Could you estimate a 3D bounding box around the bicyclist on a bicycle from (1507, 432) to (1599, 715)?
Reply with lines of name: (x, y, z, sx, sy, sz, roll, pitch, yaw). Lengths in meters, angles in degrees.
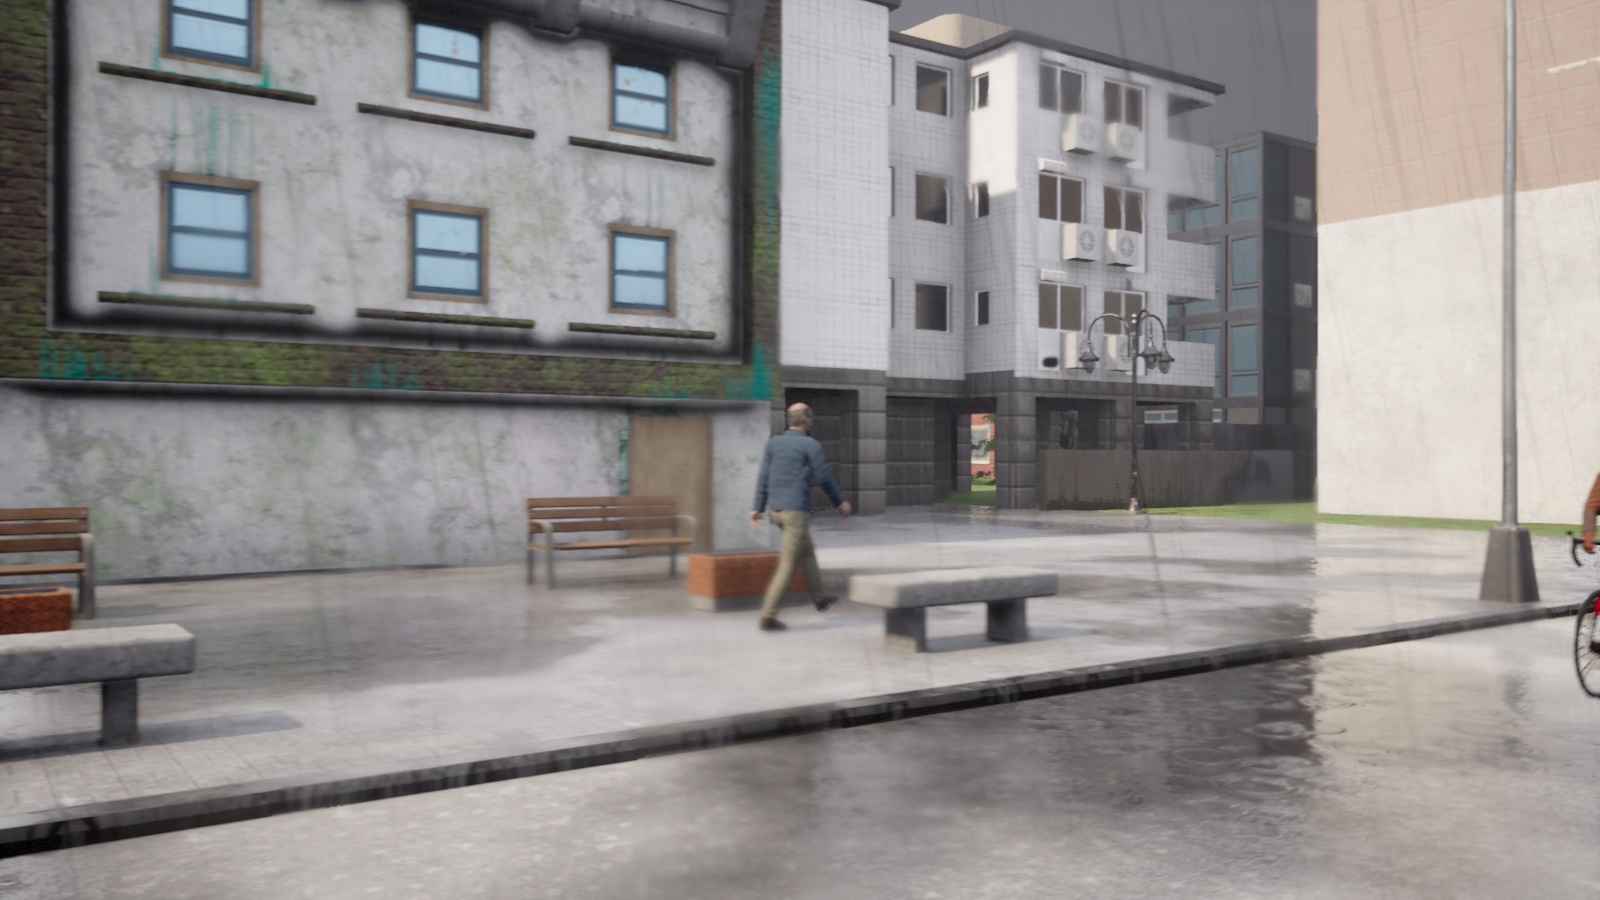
bicyclist on a bicycle: (5.145, 0.706, 7.859, 1.656, 1.620, 0.582, 0, 0, -35)

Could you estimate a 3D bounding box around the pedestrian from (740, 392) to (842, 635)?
pedestrian: (-0.066, 0.479, 9.912, 0.402, 1.842, 0.726, 0, 0, 44)
